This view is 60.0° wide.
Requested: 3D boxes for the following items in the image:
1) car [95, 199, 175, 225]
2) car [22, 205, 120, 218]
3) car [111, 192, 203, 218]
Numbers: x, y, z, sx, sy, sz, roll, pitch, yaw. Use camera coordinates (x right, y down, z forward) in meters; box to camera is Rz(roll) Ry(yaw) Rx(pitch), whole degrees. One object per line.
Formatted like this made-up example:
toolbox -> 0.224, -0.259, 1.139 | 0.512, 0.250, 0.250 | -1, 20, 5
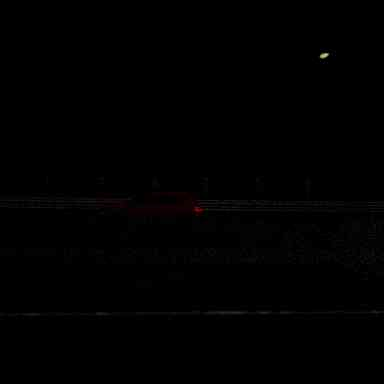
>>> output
car -> -3.603, 1.252, 21.663 | 4.902, 1.511, 2.128 | 1, 0, -3
car -> -5.789, 1.386, 14.525 | 4.718, 1.301, 1.895 | 1, 0, -3
car -> -2.181, 1.031, 18.243 | 5.566, 2.045, 2.150 | 1, 0, -3
